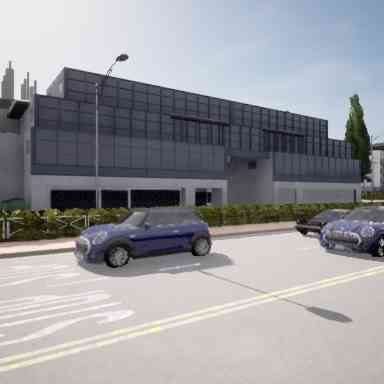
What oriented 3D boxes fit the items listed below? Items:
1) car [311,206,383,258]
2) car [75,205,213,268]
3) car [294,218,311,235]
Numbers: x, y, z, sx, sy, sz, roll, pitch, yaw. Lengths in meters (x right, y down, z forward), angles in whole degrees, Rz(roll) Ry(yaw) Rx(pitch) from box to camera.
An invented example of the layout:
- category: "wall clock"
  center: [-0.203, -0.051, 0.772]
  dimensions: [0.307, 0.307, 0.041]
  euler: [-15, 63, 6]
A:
- category: "car"
  center: [7.058, 1.352, 12.952]
  dimensions: [4.553, 1.767, 2.097]
  euler: [0, 0, -34]
- category: "car"
  center: [-1.562, 1.352, 11.375]
  dimensions: [4.553, 1.767, 2.097]
  euler: [0, 0, -34]
- category: "car"
  center: [7.570, 1.601, 17.535]
  dimensions: [4.718, 1.301, 1.895]
  euler: [0, 0, -34]
